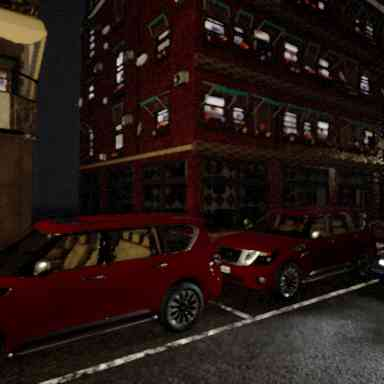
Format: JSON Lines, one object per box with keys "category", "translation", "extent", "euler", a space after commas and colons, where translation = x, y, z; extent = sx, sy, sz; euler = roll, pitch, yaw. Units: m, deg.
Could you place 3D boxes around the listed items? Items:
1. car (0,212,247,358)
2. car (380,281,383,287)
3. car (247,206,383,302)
{"category": "car", "translation": [-1.768, 1.316, 5.280], "extent": [5.009, 1.841, 2.192], "euler": [0, 1, -35]}
{"category": "car", "translation": [6.273, 1.604, 7.823], "extent": [4.718, 1.301, 1.895], "euler": [0, 0, -35]}
{"category": "car", "translation": [2.769, 1.318, 8.515], "extent": [5.009, 1.841, 2.192], "euler": [0, 1, -35]}
